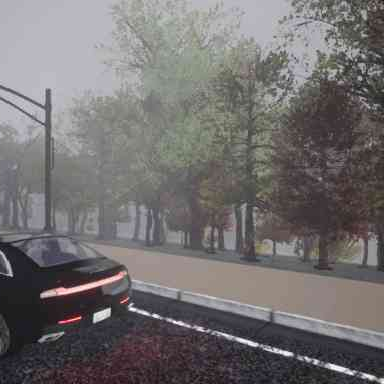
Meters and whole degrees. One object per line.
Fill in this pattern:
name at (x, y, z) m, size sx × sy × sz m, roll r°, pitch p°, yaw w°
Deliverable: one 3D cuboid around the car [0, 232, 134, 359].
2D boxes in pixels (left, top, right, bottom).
car at (-3.236, 1.491, 5.989) m, size 4.902 × 1.511 × 2.128 m, roll 0°, pitch 0°, yaw 35°
